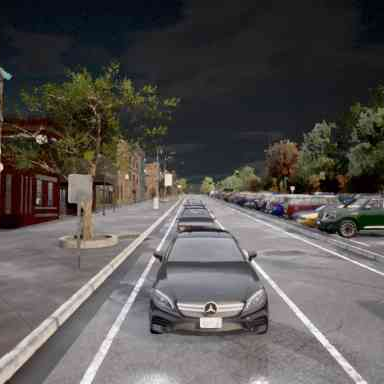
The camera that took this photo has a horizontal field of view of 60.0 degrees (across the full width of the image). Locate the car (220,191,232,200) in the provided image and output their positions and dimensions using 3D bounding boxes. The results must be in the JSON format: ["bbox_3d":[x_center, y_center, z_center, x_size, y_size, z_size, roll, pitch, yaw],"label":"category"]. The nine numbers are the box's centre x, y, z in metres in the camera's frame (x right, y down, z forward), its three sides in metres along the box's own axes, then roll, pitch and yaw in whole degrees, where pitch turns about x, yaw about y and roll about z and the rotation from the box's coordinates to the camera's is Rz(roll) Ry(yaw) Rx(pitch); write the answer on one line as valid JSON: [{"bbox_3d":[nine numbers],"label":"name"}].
[{"bbox_3d":[8.916,0.963,64.735,5.566,2.045,2.435,0,1,0],"label":"car"}]

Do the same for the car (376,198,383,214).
[{"bbox_3d":[22.421,1.444,34.694,5.366,1.575,1.946,0,0,0],"label":"car"}]

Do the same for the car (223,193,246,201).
[{"bbox_3d":[8.874,1.039,70.342,4.553,1.767,2.185,0,1,0],"label":"car"}]

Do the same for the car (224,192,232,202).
[{"bbox_3d":[8.962,1.279,61.935,4.674,1.452,2.002,0,1,0],"label":"car"}]

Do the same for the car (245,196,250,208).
[{"bbox_3d":[9.120,1.465,39.507,4.674,1.452,2.002,0,0,0],"label":"car"}]

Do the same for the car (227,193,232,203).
[{"bbox_3d":[8.997,1.290,56.328,4.892,1.521,2.231,0,1,0],"label":"car"}]

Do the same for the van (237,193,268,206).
[{"bbox_3d":[9.160,1.113,50.721,4.442,1.987,1.878,0,1,0],"label":"van"}]

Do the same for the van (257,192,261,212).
[{"bbox_3d":[9.279,1.222,33.896,4.442,1.987,1.878,0,0,0],"label":"van"}]

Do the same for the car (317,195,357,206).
[{"bbox_3d":[22.305,1.332,51.351,5.366,1.575,1.946,0,1,0],"label":"car"}]

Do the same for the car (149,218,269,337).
[{"bbox_3d":[0.253,1.524,6.868,1.812,1.442,4.674,0,0,0],"label":"car"}]

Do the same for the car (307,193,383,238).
[{"bbox_3d":[9.252,1.221,17.073,5.566,2.045,2.435,0,0,0],"label":"car"}]

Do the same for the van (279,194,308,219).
[{"bbox_3d":[9.338,1.237,25.484,4.442,1.987,1.878,0,0,0],"label":"van"}]

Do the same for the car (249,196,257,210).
[{"bbox_3d":[9.171,1.470,36.699,4.792,1.488,2.163,0,0,0],"label":"car"}]

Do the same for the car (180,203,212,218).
[{"bbox_3d":[0.194,1.532,17.447,2.033,1.411,5.357,0,0,0],"label":"car"}]

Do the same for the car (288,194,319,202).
[{"bbox_3d":[21.836,1.209,65.226,5.366,1.575,1.946,0,0,0],"label":"car"}]

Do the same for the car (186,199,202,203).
[{"bbox_3d":[0.221,1.442,29.931,2.128,1.511,4.902,0,0,0],"label":"car"}]

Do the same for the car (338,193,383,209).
[{"bbox_3d":[22.149,1.153,43.020,5.566,2.045,2.435,0,0,0],"label":"car"}]

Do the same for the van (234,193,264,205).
[{"bbox_3d":[9.140,1.088,53.524,4.442,1.987,1.878,0,1,0],"label":"van"}]

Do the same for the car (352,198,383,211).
[{"bbox_3d":[22.226,1.452,40.248,4.792,1.488,2.163,0,0,0],"label":"car"}]

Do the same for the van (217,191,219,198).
[{"bbox_3d":[8.729,0.864,78.750,4.442,1.987,1.878,0,1,0],"label":"van"}]

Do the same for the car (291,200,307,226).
[{"bbox_3d":[9.076,1.466,19.876,5.366,1.575,1.946,0,0,0],"label":"car"}]

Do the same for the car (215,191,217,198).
[{"bbox_3d":[8.820,1.064,81.556,5.008,1.535,2.097,0,1,0],"label":"car"}]

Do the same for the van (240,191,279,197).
[{"bbox_3d":[9.199,1.163,45.116,4.442,1.987,1.878,0,0,0],"label":"van"}]

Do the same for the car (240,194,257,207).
[{"bbox_3d":[9.109,1.408,42.310,4.892,1.521,2.231,0,0,0],"label":"car"}]

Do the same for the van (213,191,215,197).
[{"bbox_3d":[8.650,0.764,89.962,4.442,1.987,1.878,0,1,0],"label":"van"}]

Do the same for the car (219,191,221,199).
[{"bbox_3d":[8.896,0.938,67.538,5.566,2.045,2.435,0,1,0],"label":"car"}]

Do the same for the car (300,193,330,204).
[{"bbox_3d":[22.091,1.135,59.677,4.553,1.767,2.185,0,1,0],"label":"car"}]

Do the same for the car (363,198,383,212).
[{"bbox_3d":[22.187,1.469,37.464,4.792,1.488,2.163,0,0,0],"label":"car"}]

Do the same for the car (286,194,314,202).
[{"bbox_3d":[22.007,1.188,68.004,4.892,1.521,2.231,0,1,0],"label":"car"}]

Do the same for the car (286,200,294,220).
[{"bbox_3d":[9.244,1.506,22.681,4.674,1.452,2.002,0,0,0],"label":"car"}]

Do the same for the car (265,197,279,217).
[{"bbox_3d":[9.196,1.460,28.287,5.008,1.535,2.097,0,0,0],"label":"car"}]

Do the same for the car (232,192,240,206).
[{"bbox_3d":[9.035,1.113,47.915,5.566,2.045,2.435,0,1,0],"label":"car"}]

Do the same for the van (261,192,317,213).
[{"bbox_3d":[9.065,1.230,31.093,4.442,1.987,1.878,0,0,0],"label":"van"}]
